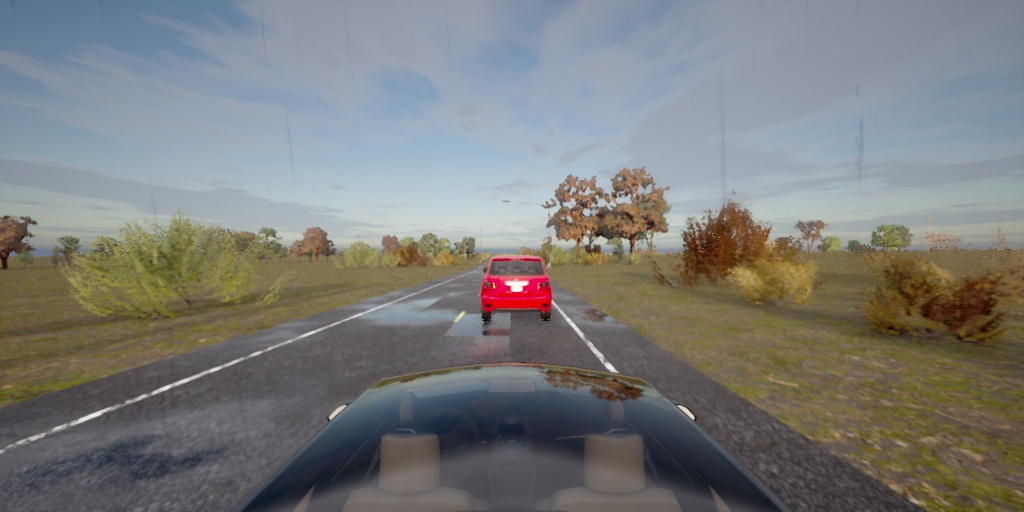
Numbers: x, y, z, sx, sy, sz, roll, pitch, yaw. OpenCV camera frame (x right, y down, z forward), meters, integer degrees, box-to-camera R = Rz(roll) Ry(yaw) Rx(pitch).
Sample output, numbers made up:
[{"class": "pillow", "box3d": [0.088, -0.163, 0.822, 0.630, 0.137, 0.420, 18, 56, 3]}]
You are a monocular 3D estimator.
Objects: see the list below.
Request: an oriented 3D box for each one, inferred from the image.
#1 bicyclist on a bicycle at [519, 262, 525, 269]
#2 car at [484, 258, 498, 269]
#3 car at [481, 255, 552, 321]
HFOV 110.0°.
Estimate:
[{"class": "bicyclist on a bicycle", "box3d": [1.055, 1.171, 37.073, 0.659, 1.776, 1.843, 0, 0, 0]}, {"class": "car", "box3d": [-3.418, 1.187, 59.045, 2.097, 1.767, 4.553, 0, 0, 0]}, {"class": "car", "box3d": [0.127, 0.989, 12.698, 2.150, 2.045, 5.566, 0, 0, 0]}]
